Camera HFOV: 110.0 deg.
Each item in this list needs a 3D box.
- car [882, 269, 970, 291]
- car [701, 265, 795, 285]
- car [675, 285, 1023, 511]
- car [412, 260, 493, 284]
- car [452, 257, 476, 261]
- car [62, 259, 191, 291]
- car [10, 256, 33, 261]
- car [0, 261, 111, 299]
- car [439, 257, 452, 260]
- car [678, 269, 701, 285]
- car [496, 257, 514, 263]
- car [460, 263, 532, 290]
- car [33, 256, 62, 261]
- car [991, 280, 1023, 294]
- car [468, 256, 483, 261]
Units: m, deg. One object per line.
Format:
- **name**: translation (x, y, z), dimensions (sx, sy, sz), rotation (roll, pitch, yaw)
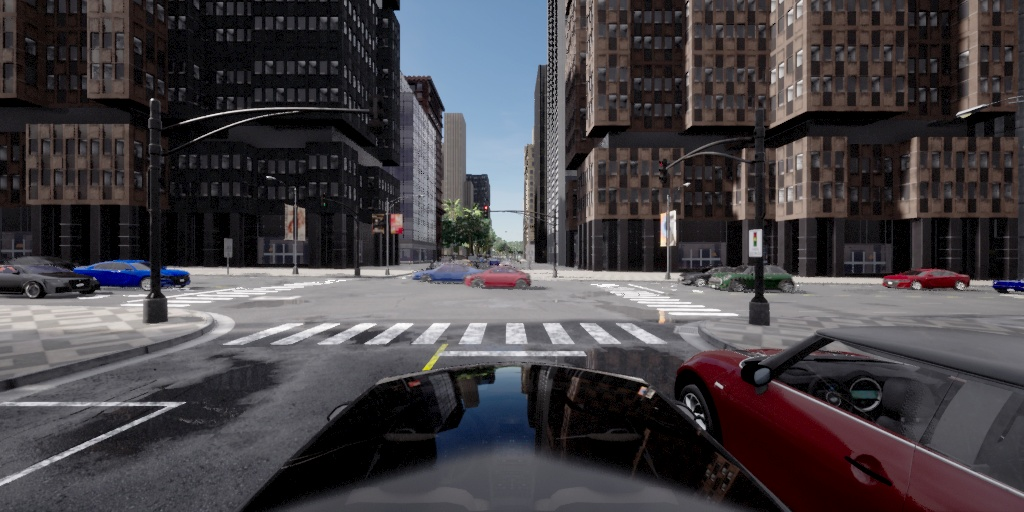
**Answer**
- **car**: translation (29.755, 1.678, 25.853), dimensions (5.008, 1.535, 1.882), rotation (0, 0, -1)
- **car**: translation (14.902, 1.340, 22.506), dimensions (4.553, 1.767, 2.097), rotation (1, 0, 0)
- **car**: translation (2.763, 1.190, 2.403), dimensions (1.967, 1.591, 4.097), rotation (0, 0, 0)
- **car**: translation (-4.295, 1.256, 25.636), dimensions (5.357, 1.411, 2.033), rotation (1, 0, 0)
- **car**: translation (-6.522, 1.247, 48.958), dimensions (1.882, 1.535, 5.008), rotation (0, 0, 0)
- **car**: translation (-19.838, 0.976, 18.837), dimensions (5.008, 1.535, 1.882), rotation (1, 0, 0)
- **car**: translation (-28.950, 0.722, 18.780), dimensions (4.553, 1.767, 2.097), rotation (1, 0, 0)
- **car**: translation (-20.774, 1.053, 15.583), dimensions (4.181, 1.385, 1.994), rotation (1, 0, 0)
- **car**: translation (-9.191, 1.084, 49.161), dimensions (2.192, 1.841, 5.009), rotation (0, 0, 0)
- **car**: translation (14.537, 1.484, 25.756), dimensions (4.892, 1.490, 1.837), rotation (1, 0, 0)
- **car**: translation (-0.628, 1.197, 43.792), dimensions (1.967, 1.591, 4.097), rotation (0, 0, 0)
- **car**: translation (-0.833, 1.326, 22.407), dimensions (4.181, 1.385, 1.994), rotation (1, 0, 0)
- **car**: translation (-33.956, 0.768, 25.448), dimensions (5.008, 1.535, 1.882), rotation (1, 0, 0)
- **car**: translation (33.638, 1.861, 22.621), dimensions (4.718, 1.301, 1.895), rotation (1, 0, 0)
- **car**: translation (-6.588, 1.014, 59.296), dimensions (2.150, 2.045, 5.566), rotation (0, 0, 0)
